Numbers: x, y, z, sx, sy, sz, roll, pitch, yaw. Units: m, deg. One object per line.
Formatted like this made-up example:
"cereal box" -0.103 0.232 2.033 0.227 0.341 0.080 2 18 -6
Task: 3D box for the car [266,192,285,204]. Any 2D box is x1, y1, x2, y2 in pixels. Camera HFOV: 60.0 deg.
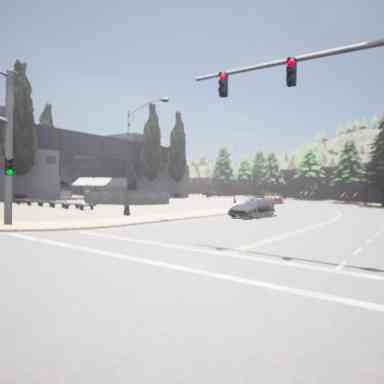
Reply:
"car" 12.243 0.866 49.540 2.097 1.767 4.553 1 1 -1

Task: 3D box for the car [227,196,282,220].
"car" 4.727 1.268 25.577 2.033 1.411 5.357 2 1 36

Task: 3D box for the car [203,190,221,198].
"car" 4.403 0.446 72.918 1.837 1.490 4.892 1 1 -37
